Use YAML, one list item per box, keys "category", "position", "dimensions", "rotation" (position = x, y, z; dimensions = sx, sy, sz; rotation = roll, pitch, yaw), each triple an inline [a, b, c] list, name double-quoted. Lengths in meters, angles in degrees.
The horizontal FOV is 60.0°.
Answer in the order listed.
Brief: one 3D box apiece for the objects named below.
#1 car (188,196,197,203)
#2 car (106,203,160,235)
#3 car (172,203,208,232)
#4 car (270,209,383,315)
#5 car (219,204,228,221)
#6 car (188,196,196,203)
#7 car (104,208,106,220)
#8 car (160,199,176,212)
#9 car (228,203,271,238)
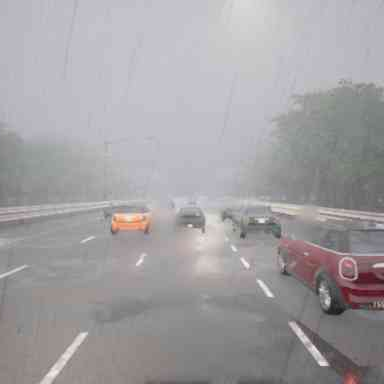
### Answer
- category: "car"
  position: [0.043, 2.163, 73.323]
  dimensions: [2.033, 1.411, 5.357]
  rotation: [0, 0, 0]
- category: "car"
  position: [-3.391, 1.525, 20.068]
  dimensions: [2.097, 1.767, 4.553]
  rotation: [0, -1, 0]
- category: "car"
  position: [-0.080, 1.691, 21.436]
  dimensions: [1.837, 1.490, 4.892]
  rotation: [0, 0, 1]
- category: "car"
  position: [3.503, 1.421, 7.852]
  dimensions: [2.097, 1.767, 4.553]
  rotation: [0, 0, 0]
- category: "car"
  position: [3.516, 1.761, 29.910]
  dimensions: [2.163, 1.488, 4.792]
  rotation: [0, 0, 0]
- category: "car"
  position: [0.052, 1.983, 89.185]
  dimensions: [2.150, 2.045, 5.566]
  rotation: [0, 0, 0]
- category: "car"
  position: [-6.884, 1.760, 31.251]
  dimensions: [2.128, 1.511, 4.902]
  rotation: [0, 0, 0]
- category: "car"
  position: [-3.373, 1.746, 46.235]
  dimensions: [2.097, 1.767, 4.553]
  rotation: [0, -1, 0]
- category: "car"
  position: [3.510, 1.515, 18.853]
  dimensions: [2.097, 1.767, 4.553]
  rotation: [0, 0, 0]
